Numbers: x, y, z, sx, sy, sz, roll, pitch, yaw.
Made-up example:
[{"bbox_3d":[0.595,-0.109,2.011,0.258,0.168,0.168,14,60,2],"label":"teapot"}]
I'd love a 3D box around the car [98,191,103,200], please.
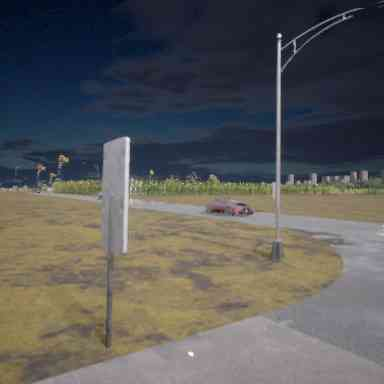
[{"bbox_3d":[-12.282,0.548,48.567,1.837,1.490,4.892,2,0,-35],"label":"car"}]

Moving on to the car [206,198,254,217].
[{"bbox_3d":[2.979,1.208,26.748,1.994,1.385,4.181,2,0,-35],"label":"car"}]
